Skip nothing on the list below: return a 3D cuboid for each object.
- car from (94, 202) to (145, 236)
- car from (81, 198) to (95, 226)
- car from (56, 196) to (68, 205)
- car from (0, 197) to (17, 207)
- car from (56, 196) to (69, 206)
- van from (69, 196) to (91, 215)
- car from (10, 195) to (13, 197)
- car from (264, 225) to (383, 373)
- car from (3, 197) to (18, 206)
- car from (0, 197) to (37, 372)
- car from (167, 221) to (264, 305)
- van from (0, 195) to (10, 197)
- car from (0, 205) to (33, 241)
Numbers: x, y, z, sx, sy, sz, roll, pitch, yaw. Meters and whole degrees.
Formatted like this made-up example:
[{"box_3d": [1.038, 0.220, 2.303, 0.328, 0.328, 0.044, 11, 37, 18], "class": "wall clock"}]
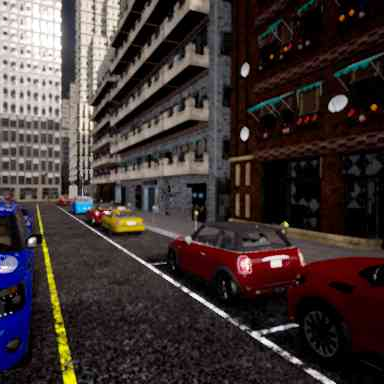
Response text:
[{"box_3d": [-3.983, 1.511, 18.498, 1.752, 1.417, 4.829, -1, 0, -25], "class": "car"}, {"box_3d": [-6.284, 1.422, 23.360, 1.967, 1.590, 4.097, -1, 0, -25], "class": "car"}, {"box_3d": [-22.965, 1.474, 58.628, 1.752, 1.417, 4.829, -1, 0, -25], "class": "car"}, {"box_3d": [-27.634, 1.522, 50.072, 1.947, 1.339, 4.313, -1, 0, -25], "class": "car"}, {"box_3d": [-20.519, 1.499, 53.458, 1.887, 1.381, 4.507, -1, 0, -25], "class": "car"}, {"box_3d": [-11.031, 1.315, 33.392, 1.690, 1.788, 3.998, -1, 0, -25], "class": "van"}, {"box_3d": [-25.264, 1.276, 45.054, 2.192, 1.841, 5.009, -1, 0, -25], "class": "car"}, {"box_3d": [3.205, 1.313, 3.295, 2.192, 1.841, 5.009, -1, 0, -25], "class": "car"}, {"box_3d": [-30.007, 1.496, 55.088, 1.887, 1.381, 4.507, -1, 0, -25], "class": "car"}, {"box_3d": [-3.823, 1.217, 5.529, 2.150, 2.045, 5.566, 0, 0, -25], "class": "car"}, {"box_3d": [0.834, 1.434, 8.312, 1.967, 1.590, 4.097, -1, 0, -25], "class": "car"}, {"box_3d": [-20.518, 1.312, 35.021, 1.690, 1.788, 3.998, -1, 0, -25], "class": "van"}, {"box_3d": [-9.323, 1.512, 17.379, 1.812, 1.442, 4.674, 0, 0, -25], "class": "car"}]
